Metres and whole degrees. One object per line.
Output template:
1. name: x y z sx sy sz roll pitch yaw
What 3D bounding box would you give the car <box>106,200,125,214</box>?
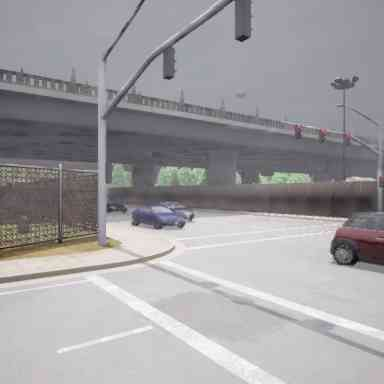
1. car: -8.815 1.619 36.768 1.994 1.385 4.181 0 0 -36

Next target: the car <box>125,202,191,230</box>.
1. car: -2.337 1.582 21.719 1.812 1.442 4.674 0 0 -38

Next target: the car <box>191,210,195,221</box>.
1. car: -1.715 1.547 26.828 2.128 1.511 4.902 0 0 -36

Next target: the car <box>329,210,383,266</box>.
1. car: 6.403 1.382 9.440 2.097 1.767 4.553 0 0 -36
